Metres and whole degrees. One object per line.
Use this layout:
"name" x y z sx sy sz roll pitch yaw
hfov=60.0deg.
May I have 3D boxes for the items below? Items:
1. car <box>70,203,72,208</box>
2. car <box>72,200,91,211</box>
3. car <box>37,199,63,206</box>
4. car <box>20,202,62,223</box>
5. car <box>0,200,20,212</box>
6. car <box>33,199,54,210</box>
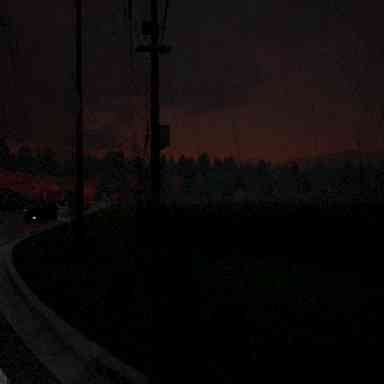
"car" -23.440 2.422 67.710 2.033 1.411 5.357 0 -1 -9
"car" -17.386 2.160 53.180 1.882 1.535 5.008 0 -1 -9
"car" -19.598 2.112 45.181 2.128 1.511 4.902 0 -1 -9
"car" -13.527 1.921 30.063 1.837 1.490 4.892 0 -1 -9
"car" -27.688 2.295 51.124 2.033 1.411 5.357 0 -1 -9
"car" -25.133 2.133 56.462 2.097 1.767 4.553 0 -1 -9
